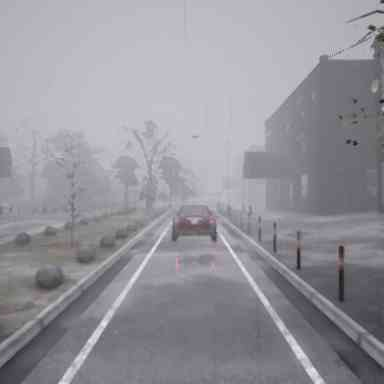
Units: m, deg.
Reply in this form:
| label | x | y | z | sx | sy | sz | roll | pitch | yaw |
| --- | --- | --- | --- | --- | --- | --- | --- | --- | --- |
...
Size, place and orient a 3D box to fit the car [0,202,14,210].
| label | x | y | z | sx | sy | sz | roll | pitch | yaw |
| --- | --- | --- | --- | --- | --- | --- | --- | --- | --- |
| car | -29.784 | 2.067 | 49.821 | 5.357 | 1.411 | 2.033 | 1 | -2 | -19 |

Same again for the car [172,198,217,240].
| label | x | y | z | sx | sy | sz | roll | pitch | yaw |
| --- | --- | --- | --- | --- | --- | --- | --- | --- | --- |
| car | 0.097 | 1.346 | 16.972 | 2.097 | 1.767 | 4.553 | 0 | 0 | 0 |

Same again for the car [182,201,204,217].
| label | x | y | z | sx | sy | sz | roll | pitch | yaw |
| --- | --- | --- | --- | --- | --- | --- | --- | --- | --- |
| car | 0.090 | 1.612 | 32.970 | 2.033 | 1.411 | 5.357 | 0 | -1 | 0 |

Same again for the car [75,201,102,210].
| label | x | y | z | sx | sy | sz | roll | pitch | yaw |
| --- | --- | --- | --- | --- | --- | --- | --- | --- | --- |
| car | -17.458 | 2.292 | 56.308 | 1.812 | 1.442 | 4.674 | -2 | -3 | 42 |
